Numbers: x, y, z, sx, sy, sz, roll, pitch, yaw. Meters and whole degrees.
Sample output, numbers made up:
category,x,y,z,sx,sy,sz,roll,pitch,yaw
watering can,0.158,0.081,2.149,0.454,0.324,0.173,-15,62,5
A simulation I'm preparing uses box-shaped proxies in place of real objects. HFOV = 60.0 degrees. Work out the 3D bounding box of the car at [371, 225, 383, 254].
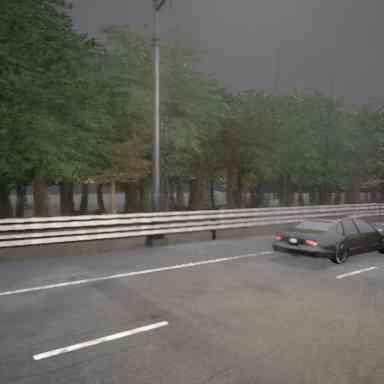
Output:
category,x,y,z,sx,sy,sz,roll,pitch,yaw
car,7.239,1.548,8.917,5.357,1.411,2.033,0,0,-36

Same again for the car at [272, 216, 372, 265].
category,x,y,z,sx,sy,sz,roll,pitch,yaw
car,5.174,1.548,11.744,5.357,1.411,2.033,0,0,-36
